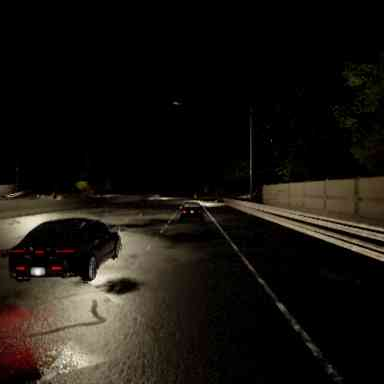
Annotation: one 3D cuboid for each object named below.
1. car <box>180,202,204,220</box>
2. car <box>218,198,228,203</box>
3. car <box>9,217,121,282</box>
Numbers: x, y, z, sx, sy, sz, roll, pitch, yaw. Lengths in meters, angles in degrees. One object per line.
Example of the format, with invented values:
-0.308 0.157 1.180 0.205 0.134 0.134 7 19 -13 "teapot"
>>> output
0.001 1.573 28.237 2.033 1.411 5.357 0 0 0 "car"
7.706 2.101 81.867 1.812 1.442 4.674 0 -1 24 "car"
-3.401 1.508 9.767 1.837 1.490 4.892 0 0 0 "car"
